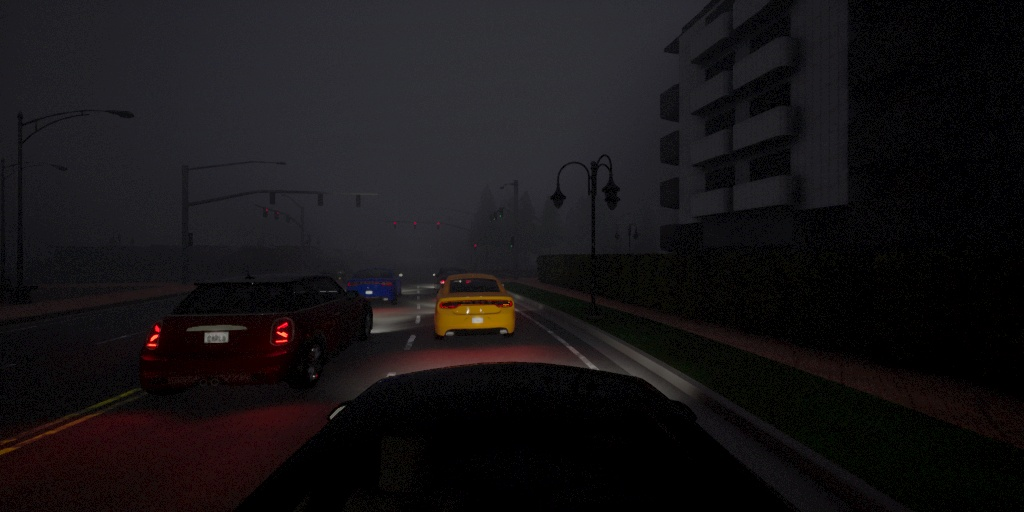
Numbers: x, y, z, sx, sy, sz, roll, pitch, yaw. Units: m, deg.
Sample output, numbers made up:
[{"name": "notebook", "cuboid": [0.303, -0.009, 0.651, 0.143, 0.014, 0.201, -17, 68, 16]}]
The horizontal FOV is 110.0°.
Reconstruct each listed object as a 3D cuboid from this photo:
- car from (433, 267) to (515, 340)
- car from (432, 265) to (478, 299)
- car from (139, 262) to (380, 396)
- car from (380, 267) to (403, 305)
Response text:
[{"name": "car", "cuboid": [-1.161, 1.228, 10.121, 1.882, 1.535, 5.008, 0, 0, -10]}, {"name": "car", "cuboid": [-3.289, 1.297, 19.713, 2.033, 1.411, 5.357, 0, 0, -14]}, {"name": "car", "cuboid": [-4.214, 1.102, 6.878, 2.097, 1.767, 4.553, 0, 0, -8]}, {"name": "car", "cuboid": [-5.976, 1.228, 15.939, 1.882, 1.535, 5.008, 0, 0, -14]}]
